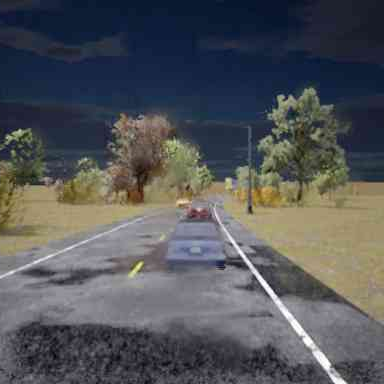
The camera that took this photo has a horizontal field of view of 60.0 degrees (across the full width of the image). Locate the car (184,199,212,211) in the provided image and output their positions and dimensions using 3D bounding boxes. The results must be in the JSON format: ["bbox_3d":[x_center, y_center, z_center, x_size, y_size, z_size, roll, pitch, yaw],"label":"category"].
[{"bbox_3d":[0.704,1.546,29.740,2.097,1.767,4.553,0,0,3],"label":"car"}]

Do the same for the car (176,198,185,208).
[{"bbox_3d":[-1.510,1.827,55.658,1.882,1.535,5.008,0,0,4],"label":"car"}]

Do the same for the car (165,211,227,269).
[{"bbox_3d":[0.166,1.624,11.431,2.033,1.411,5.357,0,0,2],"label":"car"}]
